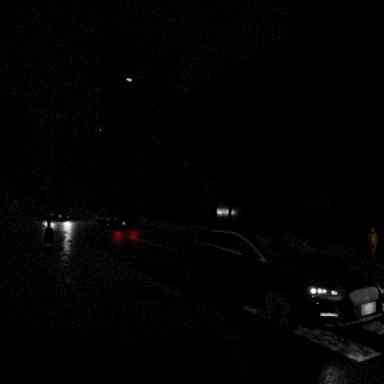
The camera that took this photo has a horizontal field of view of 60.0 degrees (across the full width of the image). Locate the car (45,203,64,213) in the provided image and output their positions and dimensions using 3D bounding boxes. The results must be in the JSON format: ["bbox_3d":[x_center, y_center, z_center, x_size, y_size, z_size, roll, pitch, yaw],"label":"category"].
[{"bbox_3d":[-20.656,2.343,49.728,1.895,1.301,4.718,2,-2,-31],"label":"car"}]

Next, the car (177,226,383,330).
[{"bbox_3d":[1.438,1.532,7.176,2.128,1.511,4.902,2,-1,-31],"label":"car"}]

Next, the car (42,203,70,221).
[{"bbox_3d":[-12.476,1.854,30.392,1.837,1.490,4.892,2,-2,-31],"label":"car"}]

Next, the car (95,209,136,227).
[{"bbox_3d":[-5.909,1.911,25.146,1.895,1.301,4.718,2,-2,-31],"label":"car"}]

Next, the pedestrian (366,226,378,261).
[{"bbox_3d":[5.990,1.709,10.973,0.500,1.100,0.500,1,0,-31],"label":"pedestrian"}]
